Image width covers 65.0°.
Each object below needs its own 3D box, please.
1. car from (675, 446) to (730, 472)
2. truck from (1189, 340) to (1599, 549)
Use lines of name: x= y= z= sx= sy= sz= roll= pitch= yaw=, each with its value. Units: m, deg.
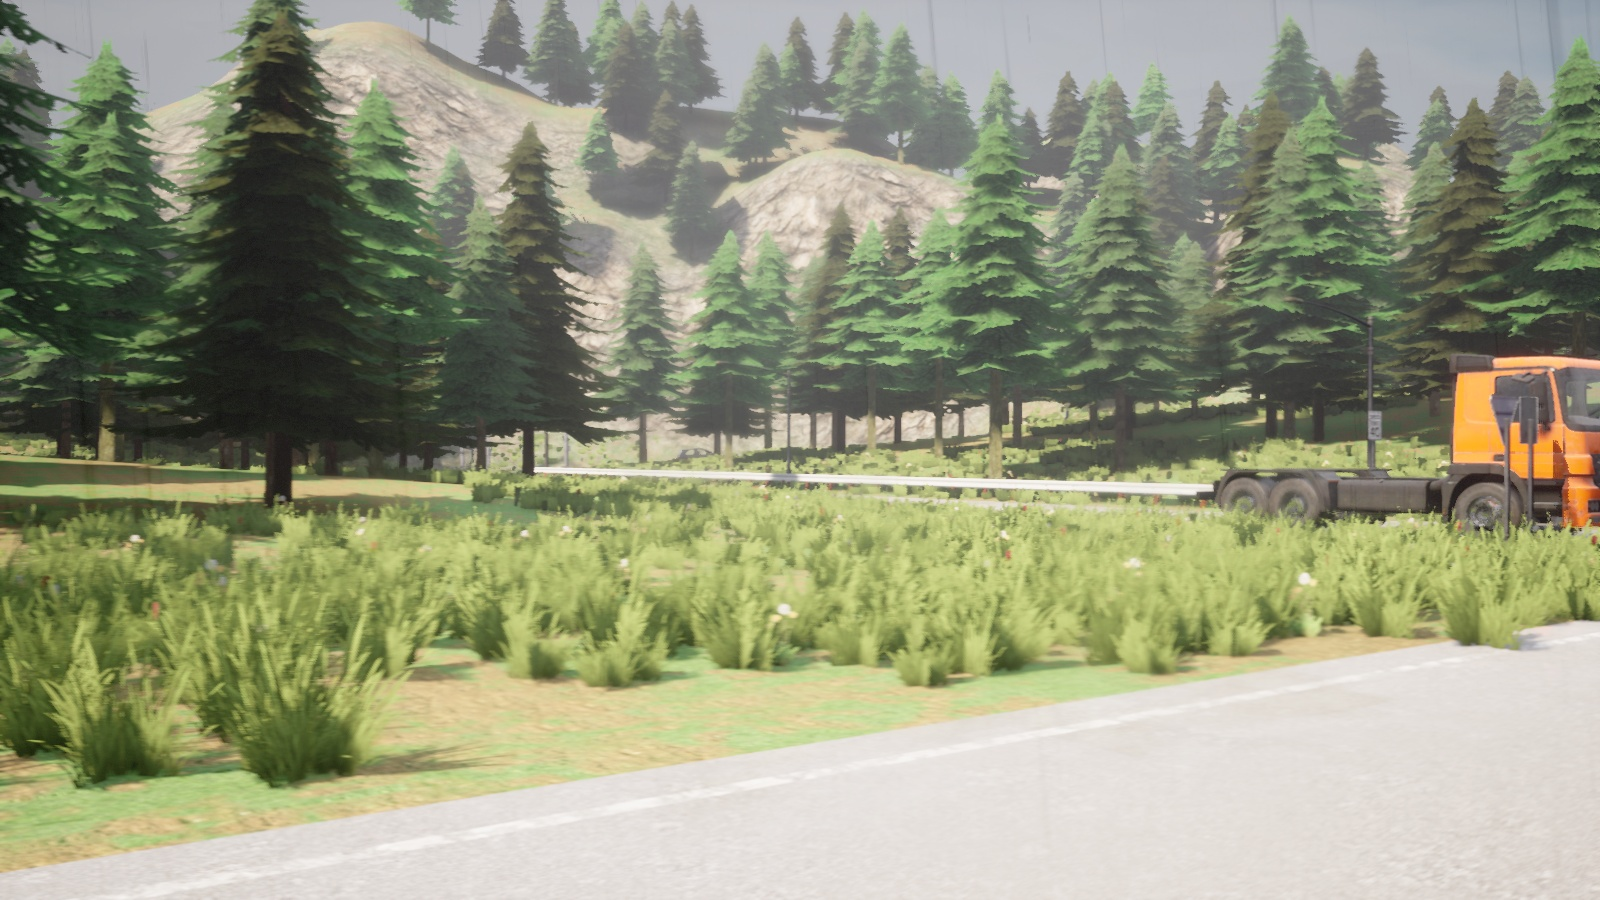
car: x=-6.970 y=0.641 z=89.761 sx=3.633 sy=1.501 sz=1.845 roll=-5 pitch=1 yaw=-13
truck: x=11.944 y=-0.059 z=24.908 sx=2.891 sy=3.462 sz=7.936 roll=0 pitch=0 yaw=-35
